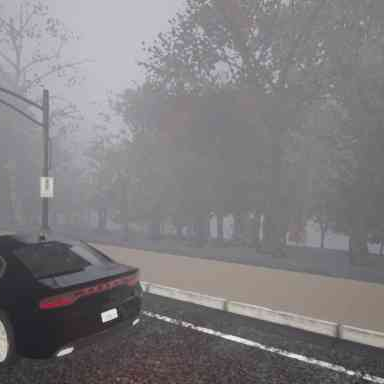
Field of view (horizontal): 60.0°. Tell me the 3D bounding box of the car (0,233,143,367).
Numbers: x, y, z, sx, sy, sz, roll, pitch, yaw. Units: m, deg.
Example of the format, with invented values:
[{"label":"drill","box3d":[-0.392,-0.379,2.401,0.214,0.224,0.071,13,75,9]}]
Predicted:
[{"label":"car","box3d":[-3.076,1.476,5.871,5.008,1.535,1.882,0,0,37]}]
